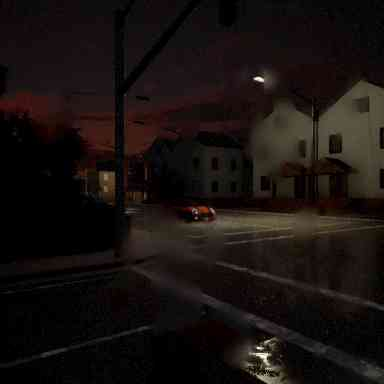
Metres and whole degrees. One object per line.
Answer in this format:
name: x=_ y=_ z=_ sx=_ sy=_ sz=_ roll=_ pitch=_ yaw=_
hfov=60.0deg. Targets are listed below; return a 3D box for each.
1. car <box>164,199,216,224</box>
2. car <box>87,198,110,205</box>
car: x=-0.238 y=1.353 z=25.226 sx=2.097 sy=1.767 sz=4.553 roll=0 pitch=0 yaw=-35
car: x=-11.702 y=1.526 z=41.378 sx=1.812 sy=1.442 sz=4.674 roll=0 pitch=0 yaw=-35
